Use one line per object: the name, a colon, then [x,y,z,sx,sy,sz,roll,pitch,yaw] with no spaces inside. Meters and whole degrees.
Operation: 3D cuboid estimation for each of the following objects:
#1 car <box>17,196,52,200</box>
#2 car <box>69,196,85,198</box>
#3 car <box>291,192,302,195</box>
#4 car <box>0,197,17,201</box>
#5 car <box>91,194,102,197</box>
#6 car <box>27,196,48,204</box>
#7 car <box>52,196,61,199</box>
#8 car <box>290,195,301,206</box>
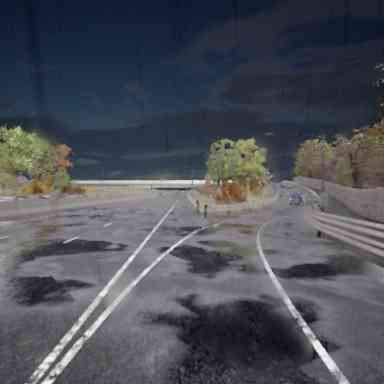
car: [-22.122,1.307,46.810,2.097,1.767,4.553,0,0,-1]
car: [-22.409,1.457,63.115,1.882,1.535,5.008,0,0,-1]
car: [24.607,1.108,78.287,2.150,2.045,5.566,0,4,17]
car: [-25.615,1.465,46.481,1.812,1.442,4.674,0,0,-1]
car: [-22.750,1.170,79.209,2.097,1.767,4.553,0,0,-1]
car: [-29.419,1.452,63.627,1.837,1.490,4.892,0,0,-1]
car: [-25.900,1.505,62.723,2.033,1.411,5.357,0,0,-1]
car: [21.319,1.986,68.760,2.128,1.511,4.902,0,3,19]
